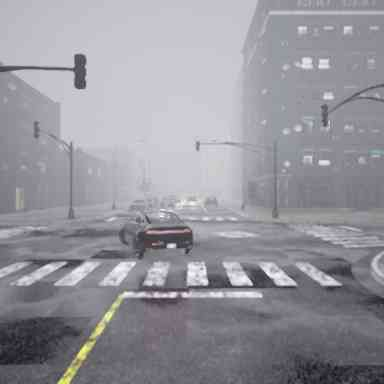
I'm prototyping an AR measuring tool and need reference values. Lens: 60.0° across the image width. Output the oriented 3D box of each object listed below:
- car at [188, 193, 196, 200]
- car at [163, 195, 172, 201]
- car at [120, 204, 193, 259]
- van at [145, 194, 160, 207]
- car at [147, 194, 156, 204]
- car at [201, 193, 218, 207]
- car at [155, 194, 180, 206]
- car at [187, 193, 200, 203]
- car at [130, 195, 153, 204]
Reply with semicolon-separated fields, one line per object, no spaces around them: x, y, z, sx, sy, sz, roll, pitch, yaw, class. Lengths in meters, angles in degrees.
0.023;1.054;74.471;1.812;1.442;4.674;0;0;0;car
-5.653;1.273;76.180;1.802;1.307;4.206;1;0;0;car
-1.481;1.442;12.594;2.128;1.511;4.902;0;0;-20;car
-5.657;1.147;47.746;1.690;1.788;3.998;1;0;0;van
-5.663;1.374;42.059;1.887;1.381;4.507;1;0;0;car
2.721;1.245;47.804;1.967;1.590;4.097;1;0;0;car
-3.078;1.319;42.240;2.128;1.511;4.902;0;0;0;car
0.021;1.217;64.045;1.882;1.535;5.008;0;0;0;car
-5.741;1.397;36.377;1.887;1.381;4.507;1;0;0;car
